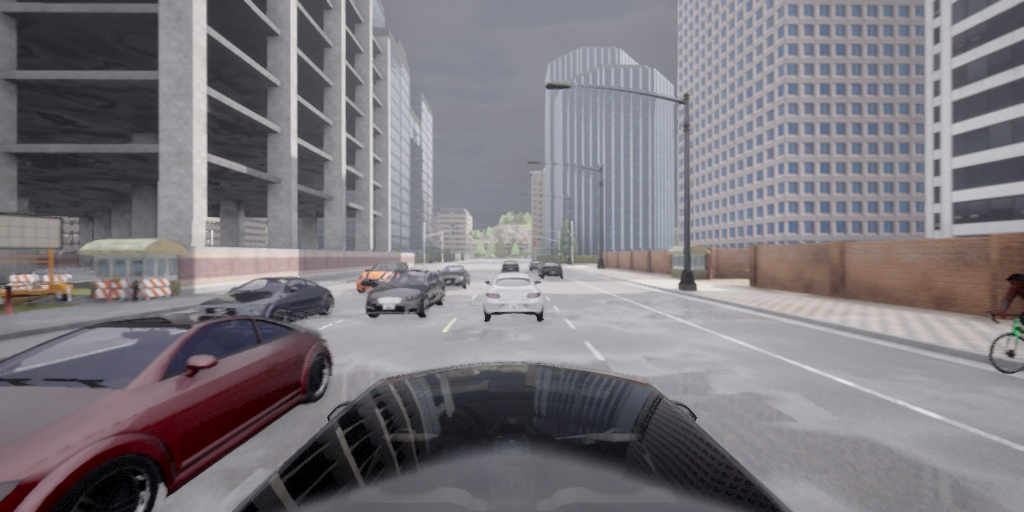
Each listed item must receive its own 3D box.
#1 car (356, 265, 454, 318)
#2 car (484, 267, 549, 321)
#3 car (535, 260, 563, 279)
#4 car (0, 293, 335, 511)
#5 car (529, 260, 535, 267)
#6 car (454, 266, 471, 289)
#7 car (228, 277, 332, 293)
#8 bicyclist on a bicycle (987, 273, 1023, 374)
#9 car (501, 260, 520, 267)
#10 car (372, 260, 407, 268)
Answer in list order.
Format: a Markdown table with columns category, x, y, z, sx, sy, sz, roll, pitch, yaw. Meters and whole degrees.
| category | x | y | z | sx | sy | sz | roll | pitch | yaw |
| --- | --- | --- | --- | --- | --- | --- | --- | --- | --- |
| car | -3.668 | 1.248 | 13.096 | 2.128 | 1.511 | 4.902 | 0 | 0 | 0 |
| car | 0.034 | 1.272 | 12.389 | 1.812 | 1.442 | 4.674 | 0 | 0 | 0 |
| car | 3.395 | 1.208 | 32.253 | 1.882 | 1.535 | 5.008 | 0 | 0 | 0 |
| car | -3.601 | 1.324 | 3.556 | 1.994 | 1.385 | 4.181 | 0 | 0 | 0 |
| car | 3.276 | 1.250 | 47.760 | 1.812 | 1.442 | 4.674 | 0 | 0 | 0 |
| car | -3.726 | 1.317 | 22.928 | 1.994 | 1.385 | 4.181 | 0 | 0 | -1 |
| car | -7.150 | 1.331 | 10.761 | 1.994 | 1.385 | 4.181 | 0 | 0 | 0 |
| bicyclist on a bicycle | 8.622 | 1.078 | 5.926 | 1.656 | 1.620 | 0.582 | -9 | 0 | 0 |
| car | -0.157 | 1.215 | 40.142 | 1.882 | 1.535 | 5.008 | 0 | 0 | 0 |
| car | -7.213 | 1.116 | 20.816 | 2.097 | 1.767 | 4.553 | 0 | 0 | 0 |
